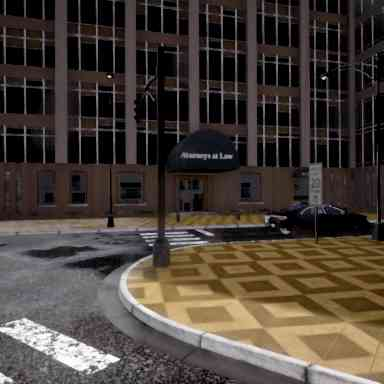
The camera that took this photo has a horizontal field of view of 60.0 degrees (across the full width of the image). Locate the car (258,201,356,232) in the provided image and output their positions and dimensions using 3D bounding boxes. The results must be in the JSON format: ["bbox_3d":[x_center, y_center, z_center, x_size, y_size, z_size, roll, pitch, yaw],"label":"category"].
[{"bbox_3d":[6.484,1.314,18.922,4.902,1.511,2.128,0,0,-14],"label":"car"}]

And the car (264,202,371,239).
[{"bbox_3d":[6.087,1.309,15.887,4.902,1.511,2.128,0,0,-14],"label":"car"}]
